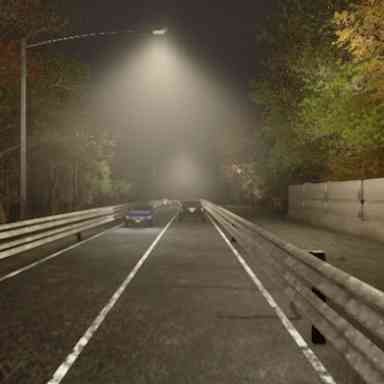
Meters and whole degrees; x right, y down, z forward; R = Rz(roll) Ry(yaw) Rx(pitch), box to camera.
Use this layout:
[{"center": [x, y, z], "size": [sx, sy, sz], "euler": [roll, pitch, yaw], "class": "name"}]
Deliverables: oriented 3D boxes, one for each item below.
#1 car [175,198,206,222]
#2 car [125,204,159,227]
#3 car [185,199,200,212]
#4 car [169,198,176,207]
[{"center": [0.015, 1.393, 27.119], "size": [2.097, 1.767, 4.553], "euler": [0, 0, 1], "class": "car"}, {"center": [-3.359, 1.543, 22.945], "size": [1.812, 1.442, 4.674], "euler": [0, 0, 0], "class": "car"}, {"center": [0.054, 1.704, 43.136], "size": [1.837, 1.490, 4.892], "euler": [0, 0, 0], "class": "car"}, {"center": [-3.300, 1.900, 64.145], "size": [2.097, 1.767, 4.553], "euler": [0, -1, 1], "class": "car"}]
